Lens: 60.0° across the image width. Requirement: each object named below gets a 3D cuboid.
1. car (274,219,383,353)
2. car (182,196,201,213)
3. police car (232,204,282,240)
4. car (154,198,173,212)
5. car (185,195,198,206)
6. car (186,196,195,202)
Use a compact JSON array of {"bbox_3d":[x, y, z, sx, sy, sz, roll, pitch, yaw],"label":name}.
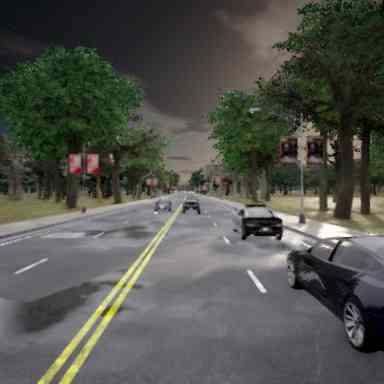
[{"bbox_3d":[3.249,1.506,6.158,2.163,1.488,4.792,0,0,0],"label":"car"},{"bbox_3d":[-0.076,1.516,37.629,1.837,1.490,4.892,0,-1,0],"label":"car"},{"bbox_3d":[3.238,1.432,17.244,1.930,1.638,5.238,0,0,0],"label":"police car"},{"bbox_3d":[-3.329,1.506,39.378,2.128,1.511,4.902,0,0,0],"label":"car"},{"bbox_3d":[-0.045,1.362,54.700,2.097,1.767,4.553,0,0,0],"label":"car"},{"bbox_3d":[-0.264,1.558,73.635,1.994,1.385,4.181,0,0,0],"label":"car"}]
